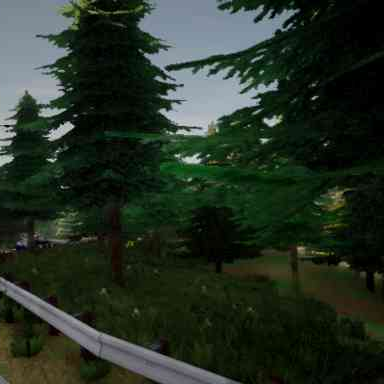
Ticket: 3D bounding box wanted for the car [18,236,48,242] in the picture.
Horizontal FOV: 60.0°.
[{"bbox_3d":[-15.713,5.120,33.188,2.033,1.411,5.357,-2,-7,-7],"label":"car"}]
